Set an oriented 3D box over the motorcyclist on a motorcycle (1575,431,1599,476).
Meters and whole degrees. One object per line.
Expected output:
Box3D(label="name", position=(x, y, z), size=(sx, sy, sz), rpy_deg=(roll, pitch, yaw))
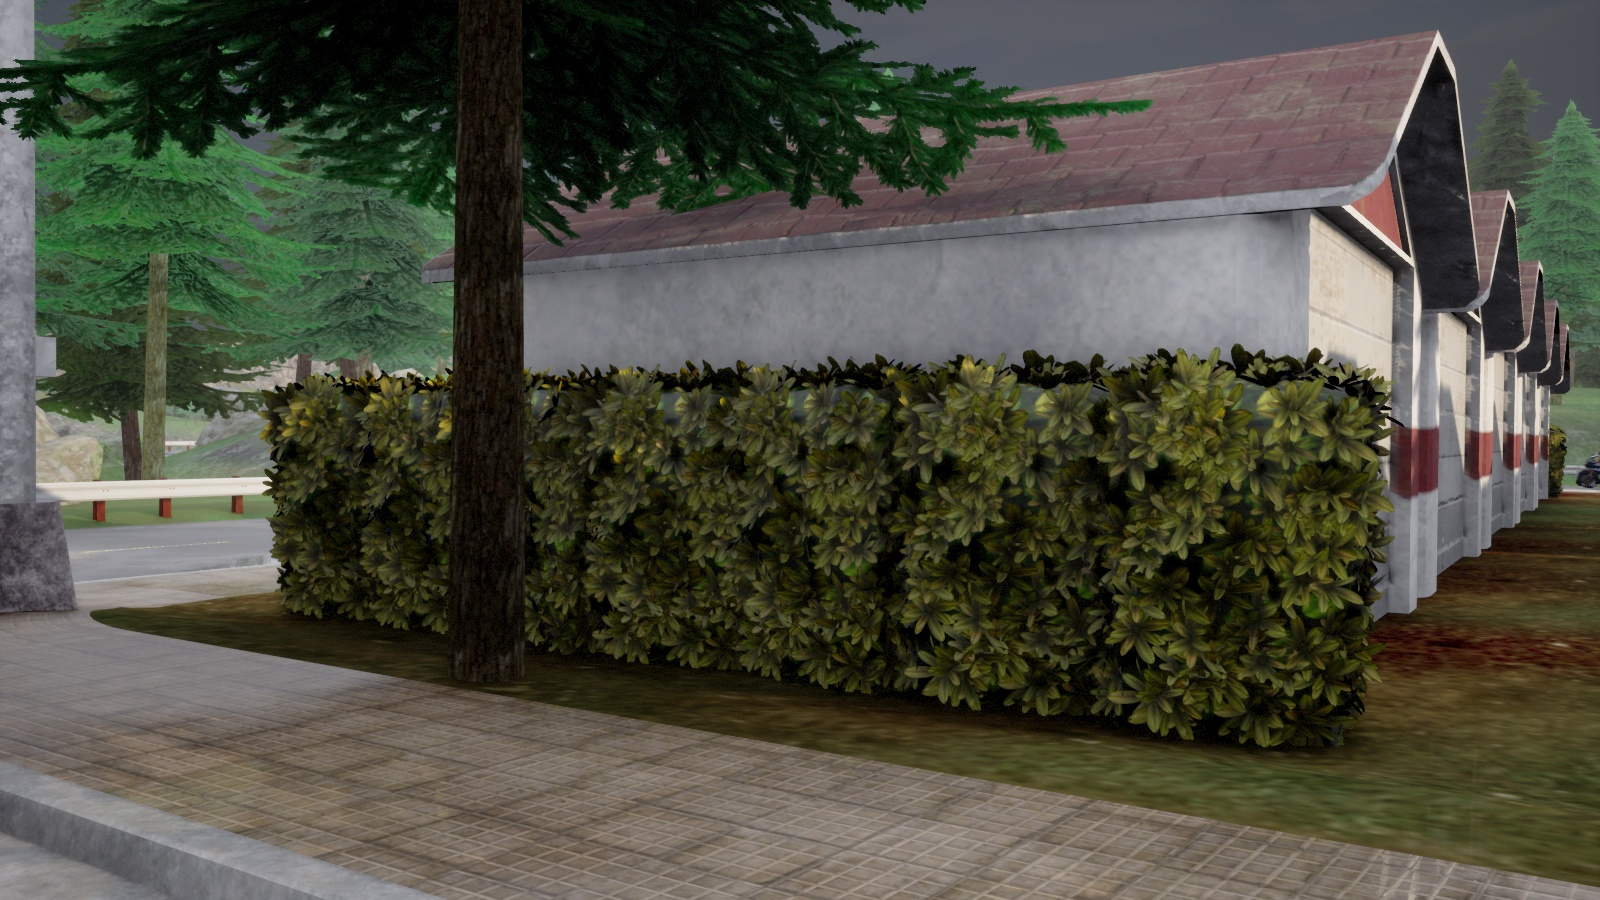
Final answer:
Box3D(label="motorcyclist on a motorcycle", position=(27.552, 0.113, 42.516), size=(2.191, 1.530, 0.866), rpy_deg=(0, 1, 34))
